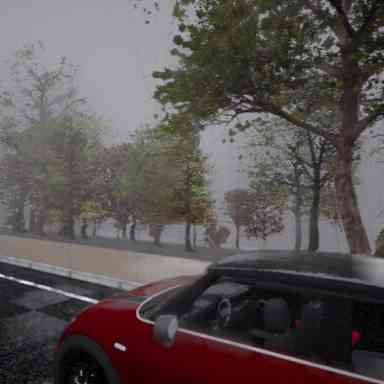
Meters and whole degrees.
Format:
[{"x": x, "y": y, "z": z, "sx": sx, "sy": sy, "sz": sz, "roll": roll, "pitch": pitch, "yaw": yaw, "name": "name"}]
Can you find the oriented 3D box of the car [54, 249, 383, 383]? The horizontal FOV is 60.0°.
[{"x": 0.716, "y": 1.364, "z": 3.174, "sx": 4.553, "sy": 1.767, "sz": 2.097, "roll": -1, "pitch": -1, "yaw": 35, "name": "car"}]
